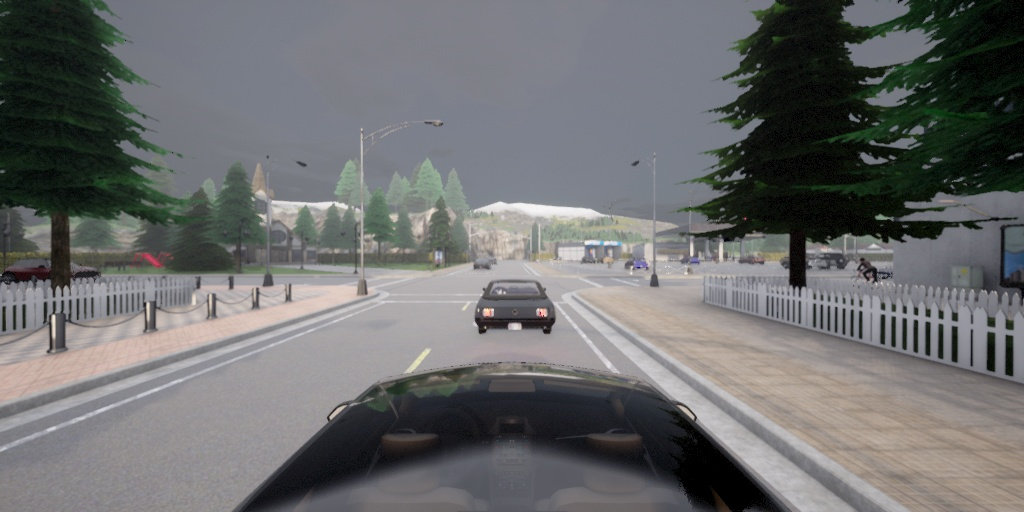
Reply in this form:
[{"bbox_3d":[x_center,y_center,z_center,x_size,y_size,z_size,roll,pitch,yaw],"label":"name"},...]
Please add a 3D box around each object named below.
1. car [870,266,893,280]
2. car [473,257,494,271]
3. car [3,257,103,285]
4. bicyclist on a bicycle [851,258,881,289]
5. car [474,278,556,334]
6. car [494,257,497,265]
[{"bbox_3d":[29.952,1.113,26.522,5.357,1.411,2.033,0,0,1],"label":"car"},{"bbox_3d":[-3.595,0.943,43.587,1.882,1.535,5.008,0,0,0],"label":"car"},{"bbox_3d":[-29.825,0.940,23.408,4.553,1.767,2.097,0,0,1],"label":"car"},{"bbox_3d":[18.866,0.917,19.147,0.582,1.620,1.656,0,0,1],"label":"bicyclist on a bicycle"},{"bbox_3d":[0.067,1.292,10.320,1.895,1.301,4.718,0,0,0],"label":"car"},{"bbox_3d":[-3.541,0.884,62.461,2.033,1.411,5.357,0,0,1],"label":"car"}]
